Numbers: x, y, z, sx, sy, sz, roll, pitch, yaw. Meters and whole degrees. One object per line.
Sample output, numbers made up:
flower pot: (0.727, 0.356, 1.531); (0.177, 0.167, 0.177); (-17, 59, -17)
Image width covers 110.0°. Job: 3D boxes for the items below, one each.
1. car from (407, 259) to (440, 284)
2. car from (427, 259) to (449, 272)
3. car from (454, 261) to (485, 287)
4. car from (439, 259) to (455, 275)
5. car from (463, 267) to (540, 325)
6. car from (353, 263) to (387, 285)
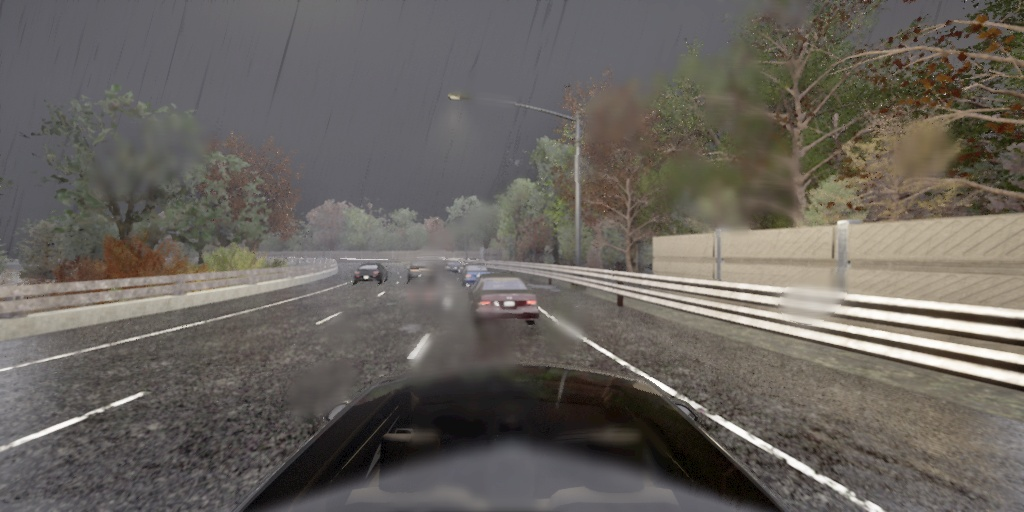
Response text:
car: (-6.692, 1.187, 26.576); (2.128, 1.511, 4.902); (0, 0, -13)
car: (-9.464, 1.159, 45.450); (1.837, 1.490, 4.892); (0, 0, -22)
car: (-2.525, 1.247, 24.045); (2.033, 1.411, 5.357); (0, 0, -12)
car: (-6.308, 1.218, 37.464); (2.033, 1.411, 5.357); (0, 0, -18)
car: (-0.438, 1.274, 11.734); (2.033, 1.411, 5.357); (0, 0, -8)
car: (-10.060, 1.225, 25.674); (1.812, 1.442, 4.674); (0, 0, -13)
